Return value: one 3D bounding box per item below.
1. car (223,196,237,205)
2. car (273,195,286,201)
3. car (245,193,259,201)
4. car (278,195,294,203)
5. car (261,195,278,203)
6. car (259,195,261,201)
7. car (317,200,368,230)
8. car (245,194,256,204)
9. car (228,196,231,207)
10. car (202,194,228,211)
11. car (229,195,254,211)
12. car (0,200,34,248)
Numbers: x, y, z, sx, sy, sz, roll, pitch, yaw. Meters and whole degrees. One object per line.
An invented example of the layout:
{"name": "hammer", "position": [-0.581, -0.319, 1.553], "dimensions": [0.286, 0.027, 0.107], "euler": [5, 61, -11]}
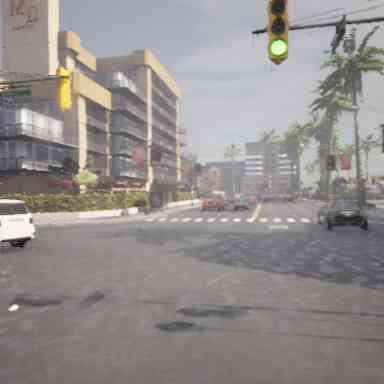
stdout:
{"name": "car", "position": [7.053, 1.504, 60.808], "dimensions": [2.033, 1.411, 5.357], "euler": [-1, 0, 12]}
{"name": "car", "position": [19.557, 1.315, 74.689], "dimensions": [1.812, 1.442, 4.674], "euler": [-1, 0, 1]}
{"name": "car", "position": [10.507, 1.128, 60.262], "dimensions": [2.150, 2.045, 5.566], "euler": [-1, 0, 12]}
{"name": "car", "position": [18.468, 1.274, 64.339], "dimensions": [1.882, 1.535, 5.008], "euler": [-1, 0, 9]}
{"name": "car", "position": [15.103, 1.324, 65.385], "dimensions": [1.882, 1.535, 5.008], "euler": [-1, 0, 9]}
{"name": "car", "position": [16.105, 1.381, 75.830], "dimensions": [2.033, 1.411, 5.357], "euler": [-1, 0, 1]}
{"name": "car", "position": [8.941, 1.243, 20.174], "dimensions": [2.097, 1.767, 4.553], "euler": [-1, 0, 12]}
{"name": "car", "position": [8.240, 1.434, 49.937], "dimensions": [1.837, 1.490, 4.892], "euler": [-1, 0, 12]}
{"name": "car", "position": [4.827, 1.471, 50.710], "dimensions": [2.128, 1.511, 4.902], "euler": [-1, 0, 12]}
{"name": "car", "position": [2.728, 1.222, 41.216], "dimensions": [2.150, 2.045, 5.566], "euler": [-1, 0, 12]}
{"name": "car", "position": [6.146, 1.498, 40.442], "dimensions": [2.033, 1.411, 5.357], "euler": [-1, 0, 12]}
{"name": "car", "position": [-9.247, 1.367, 14.035], "dimensions": [5.566, 2.045, 2.150], "euler": [-1, -1, 24]}
